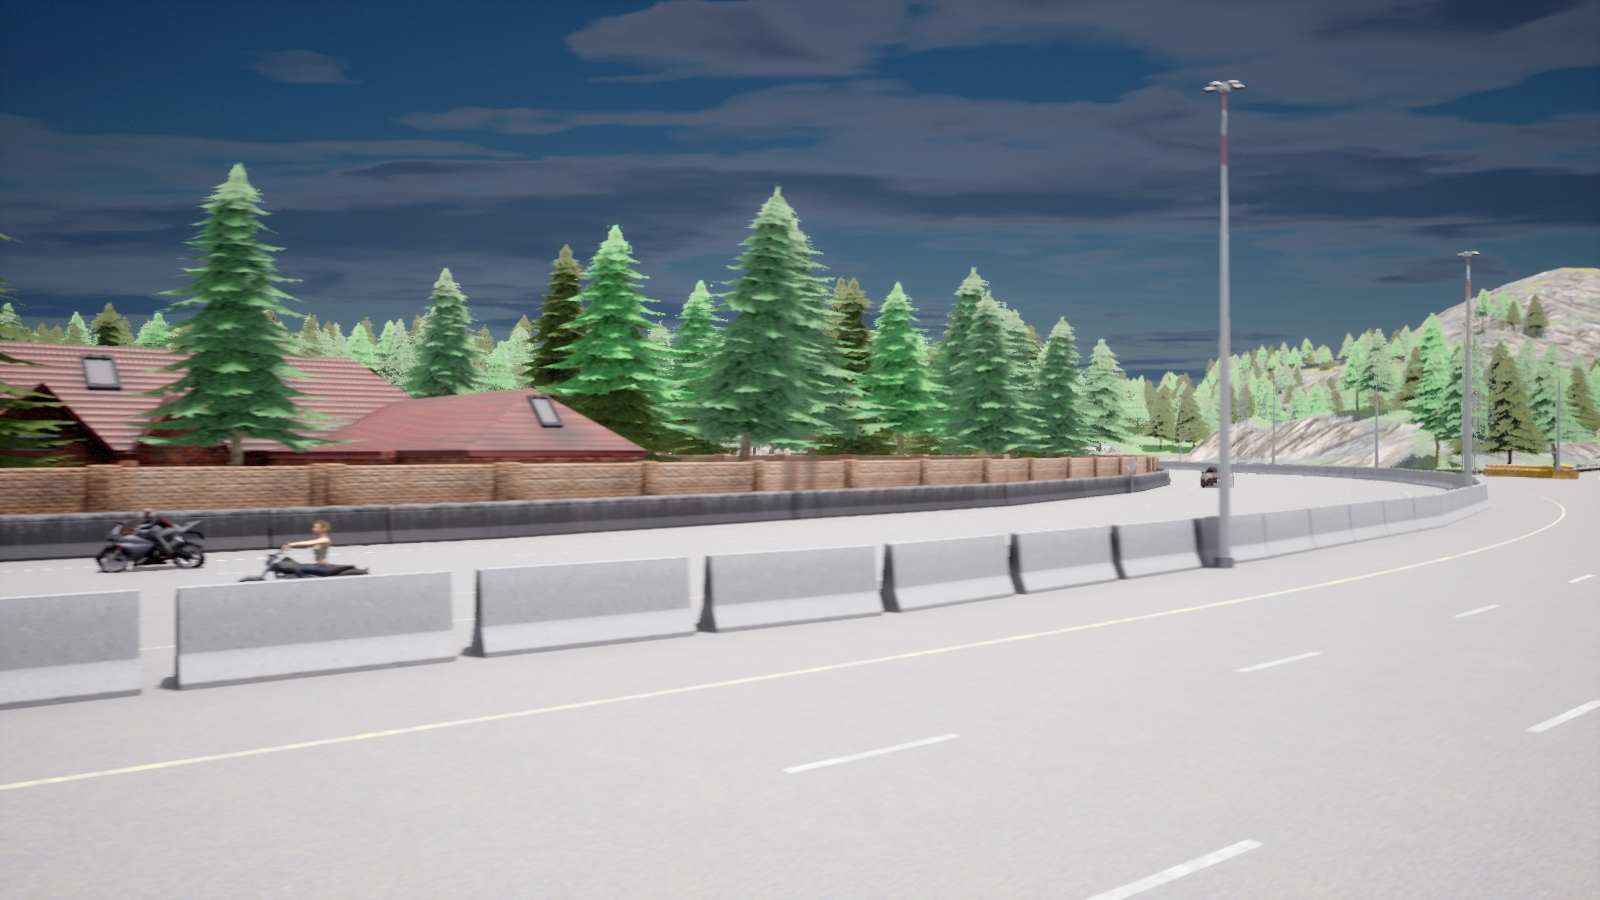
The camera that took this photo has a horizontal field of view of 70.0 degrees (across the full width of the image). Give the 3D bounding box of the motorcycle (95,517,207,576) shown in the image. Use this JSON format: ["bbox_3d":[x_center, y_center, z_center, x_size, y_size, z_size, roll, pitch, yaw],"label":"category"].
[{"bbox_3d":[-15.283,2.252,26.941,2.209,1.251,0.867,0,-1,-36],"label":"motorcycle"}]

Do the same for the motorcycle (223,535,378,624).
[{"bbox_3d":[-8.533,2.178,19.555,2.356,1.325,0.764,0,-2,-29],"label":"motorcycle"}]
